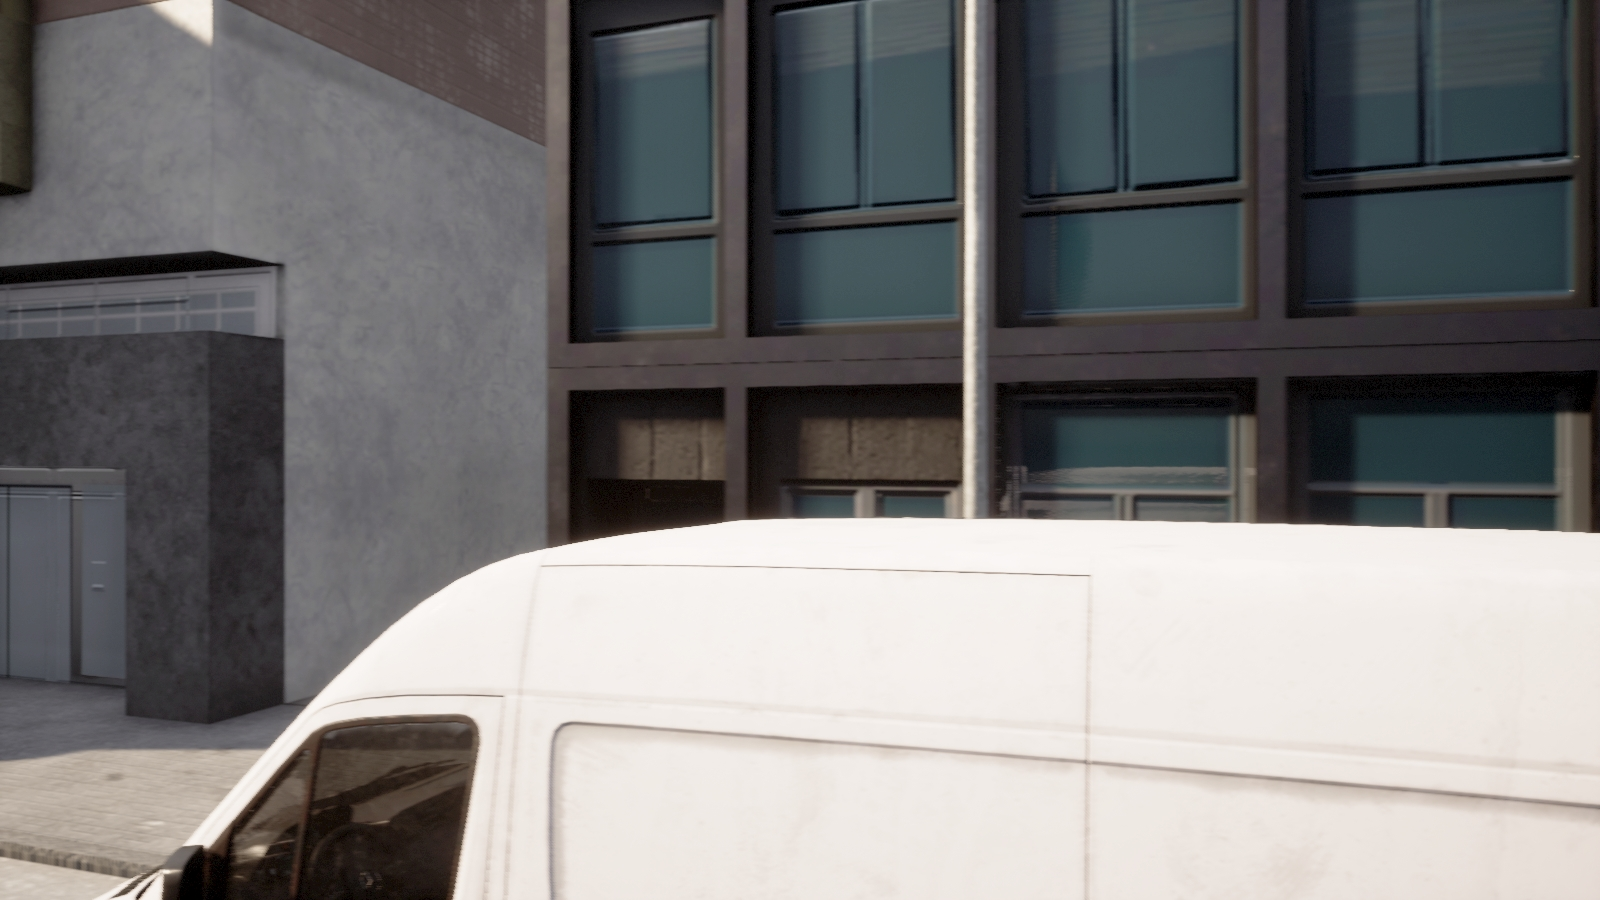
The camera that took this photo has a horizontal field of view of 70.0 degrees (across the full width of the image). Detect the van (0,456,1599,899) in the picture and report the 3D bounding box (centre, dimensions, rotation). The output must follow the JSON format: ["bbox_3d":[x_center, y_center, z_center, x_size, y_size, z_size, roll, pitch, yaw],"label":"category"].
[{"bbox_3d":[0.031,1.313,3.772,5.915,2.561,1.988,0,0,20],"label":"van"}]
